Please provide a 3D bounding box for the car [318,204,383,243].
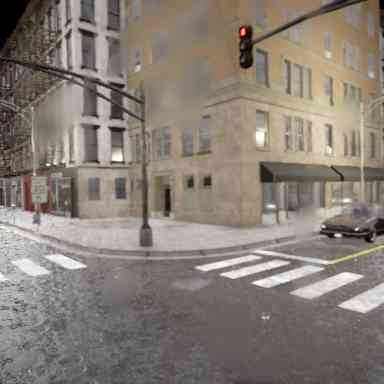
[{"bbox_3d":[7.770,1.263,14.783,5.357,1.411,2.033,-1,1,-40],"label":"car"}]
